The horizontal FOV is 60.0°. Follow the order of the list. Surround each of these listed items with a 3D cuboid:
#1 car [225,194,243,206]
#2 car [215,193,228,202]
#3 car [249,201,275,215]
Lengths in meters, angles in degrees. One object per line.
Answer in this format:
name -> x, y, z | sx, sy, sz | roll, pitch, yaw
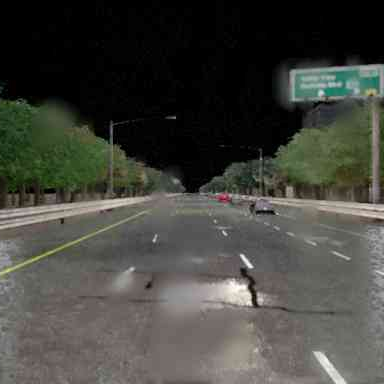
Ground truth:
car -> 7.051, 1.471, 54.073 | 2.128, 1.511, 4.902 | 0, 0, 0
car -> 7.074, 1.203, 74.113 | 2.150, 2.045, 5.566 | 0, 0, 0
car -> 7.031, 1.554, 33.848 | 1.994, 1.385, 4.181 | 0, 0, 0
